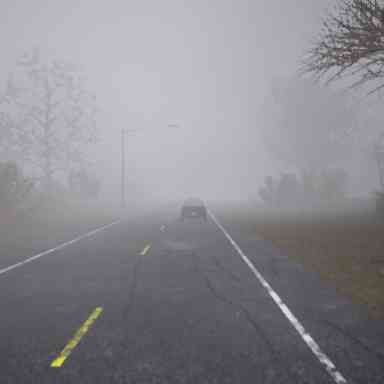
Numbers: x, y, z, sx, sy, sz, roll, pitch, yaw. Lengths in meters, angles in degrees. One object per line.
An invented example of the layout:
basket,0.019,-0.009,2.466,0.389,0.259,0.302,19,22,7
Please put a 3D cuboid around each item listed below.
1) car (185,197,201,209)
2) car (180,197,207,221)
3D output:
car,0.112,1.306,41.553,1.994,1.385,4.181,0,0,0
car,0.108,1.325,25.537,1.882,1.535,5.008,0,1,0
